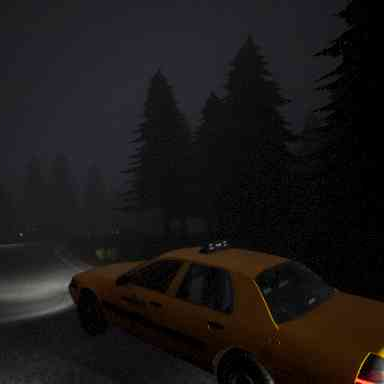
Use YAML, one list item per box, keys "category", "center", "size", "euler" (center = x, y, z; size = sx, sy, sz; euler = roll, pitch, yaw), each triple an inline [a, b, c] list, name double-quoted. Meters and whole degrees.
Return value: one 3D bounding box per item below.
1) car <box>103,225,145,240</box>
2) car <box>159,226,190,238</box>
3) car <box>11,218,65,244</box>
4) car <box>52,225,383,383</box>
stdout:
- category: "car"
  center: [-7.438, 4.510, 36.976]
  size: [2.033, 1.411, 5.357]
  euler: [-4, -8, 20]
- category: "car"
  center: [-2.314, 5.544, 46.281]
  size: [1.882, 1.535, 5.008]
  euler: [-5, -8, 30]
- category: "car"
  center: [-12.733, 3.229, 28.189]
  size: [2.150, 2.045, 5.566]
  euler: [-4, -7, 6]
- category: "car"
  center: [0.121, 1.441, 4.753]
  size: [5.366, 1.575, 1.801]
  euler: [0, 1, 43]
